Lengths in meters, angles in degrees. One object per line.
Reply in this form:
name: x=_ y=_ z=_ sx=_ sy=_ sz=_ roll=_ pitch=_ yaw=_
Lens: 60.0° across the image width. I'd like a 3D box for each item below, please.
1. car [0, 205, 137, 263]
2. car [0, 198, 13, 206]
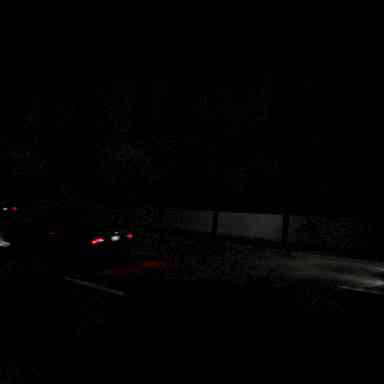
car: x=-4.319 y=1.381 z=11.370 sx=5.357 sy=1.411 sz=2.033 roll=1 pitch=1 yaw=35
car: x=-13.826 y=1.066 z=22.448 sx=5.357 sy=1.411 sz=2.033 roll=2 pitch=1 yaw=35
